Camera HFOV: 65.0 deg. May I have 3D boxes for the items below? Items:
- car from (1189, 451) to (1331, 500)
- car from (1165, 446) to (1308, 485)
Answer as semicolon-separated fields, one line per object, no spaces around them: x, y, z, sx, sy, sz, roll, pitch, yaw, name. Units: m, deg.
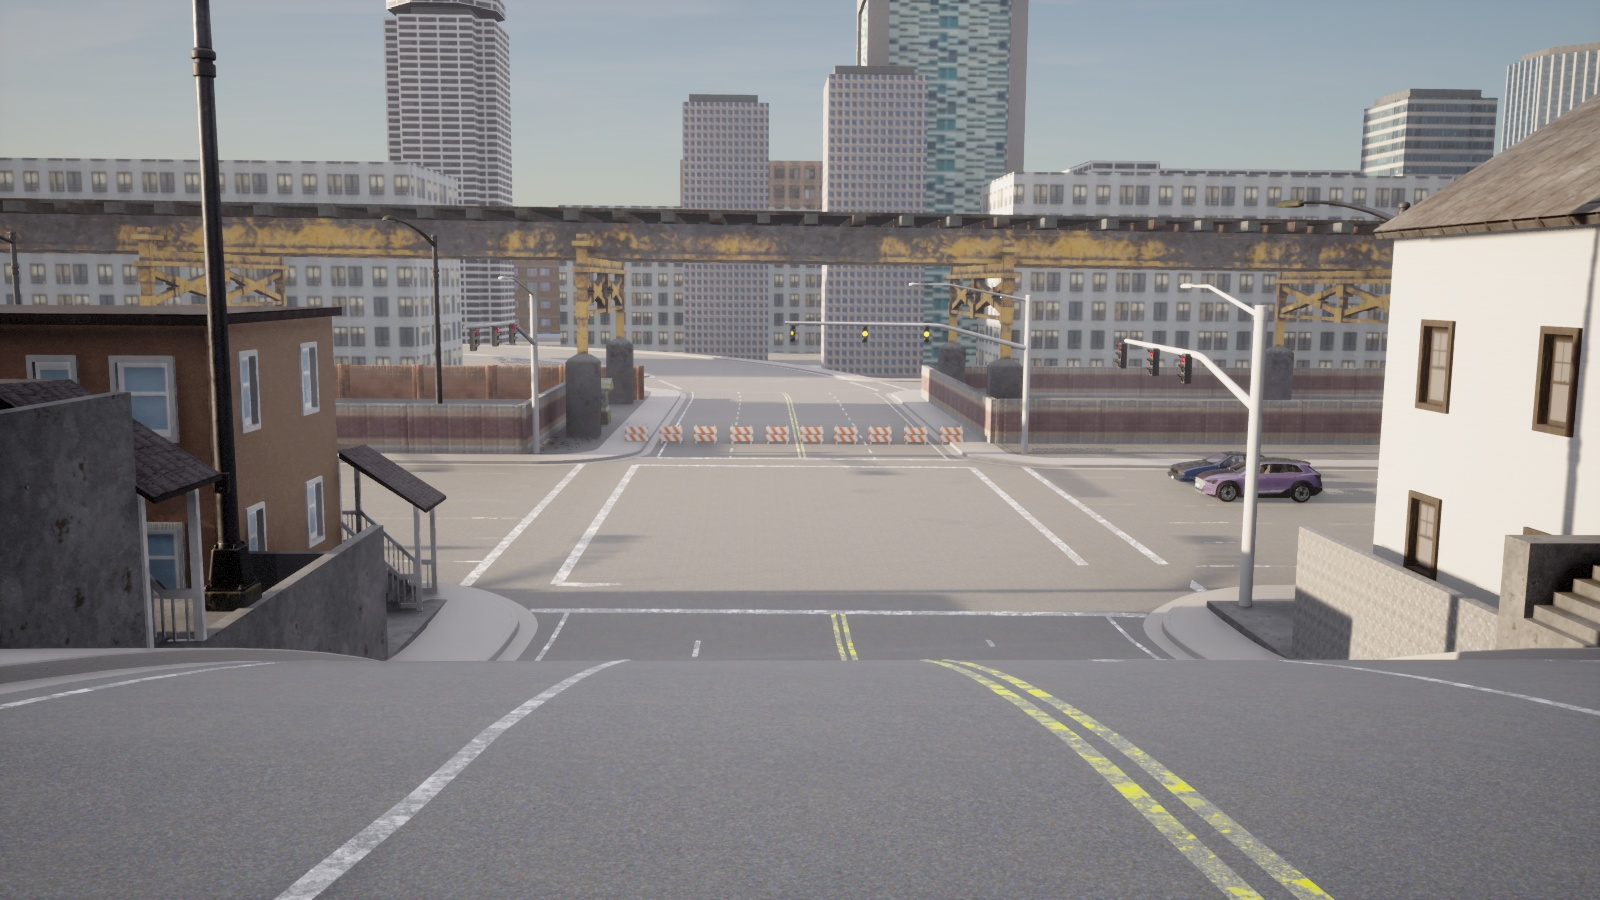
18.321;0.991;50.140;4.856;1.649;2.033;0;8;0;car
18.585;0.645;53.629;5.357;1.411;2.033;0;8;0;car
